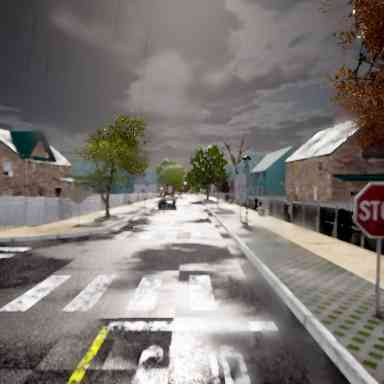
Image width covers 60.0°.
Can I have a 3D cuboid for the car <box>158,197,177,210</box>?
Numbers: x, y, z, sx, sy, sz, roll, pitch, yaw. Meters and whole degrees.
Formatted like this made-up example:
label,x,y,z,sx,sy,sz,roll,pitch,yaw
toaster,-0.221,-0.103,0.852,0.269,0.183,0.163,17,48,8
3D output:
label,x,y,z,sx,sy,sz,roll,pitch,yaw
car,-2.753,1.257,37.854,1.994,1.385,4.181,0,0,0
